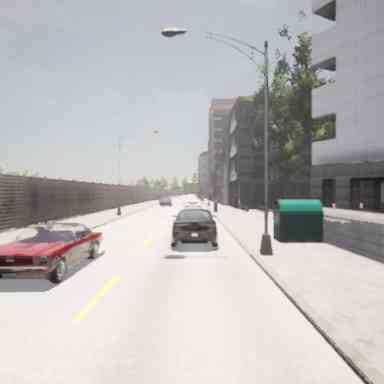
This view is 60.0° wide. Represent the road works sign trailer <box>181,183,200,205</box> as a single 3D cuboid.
[{"bbox_3d":[0.002,0.477,49.047,2.380,3.560,2.880,0,0,0],"label":"road works sign trailer"}]

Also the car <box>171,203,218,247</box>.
[{"bbox_3d":[0.101,1.482,15.137,1.882,1.535,5.008,0,0,0],"label":"car"}]

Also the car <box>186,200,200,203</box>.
[{"bbox_3d":[0.088,1.534,33.965,1.812,1.442,4.674,0,0,0],"label":"car"}]

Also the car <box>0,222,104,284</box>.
[{"bbox_3d":[-4.099,1.604,9.708,1.895,1.301,4.718,0,0,0],"label":"car"}]

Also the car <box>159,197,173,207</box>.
[{"bbox_3d":[-4.059,1.561,52.704,2.033,1.411,5.357,0,0,1],"label":"car"}]
